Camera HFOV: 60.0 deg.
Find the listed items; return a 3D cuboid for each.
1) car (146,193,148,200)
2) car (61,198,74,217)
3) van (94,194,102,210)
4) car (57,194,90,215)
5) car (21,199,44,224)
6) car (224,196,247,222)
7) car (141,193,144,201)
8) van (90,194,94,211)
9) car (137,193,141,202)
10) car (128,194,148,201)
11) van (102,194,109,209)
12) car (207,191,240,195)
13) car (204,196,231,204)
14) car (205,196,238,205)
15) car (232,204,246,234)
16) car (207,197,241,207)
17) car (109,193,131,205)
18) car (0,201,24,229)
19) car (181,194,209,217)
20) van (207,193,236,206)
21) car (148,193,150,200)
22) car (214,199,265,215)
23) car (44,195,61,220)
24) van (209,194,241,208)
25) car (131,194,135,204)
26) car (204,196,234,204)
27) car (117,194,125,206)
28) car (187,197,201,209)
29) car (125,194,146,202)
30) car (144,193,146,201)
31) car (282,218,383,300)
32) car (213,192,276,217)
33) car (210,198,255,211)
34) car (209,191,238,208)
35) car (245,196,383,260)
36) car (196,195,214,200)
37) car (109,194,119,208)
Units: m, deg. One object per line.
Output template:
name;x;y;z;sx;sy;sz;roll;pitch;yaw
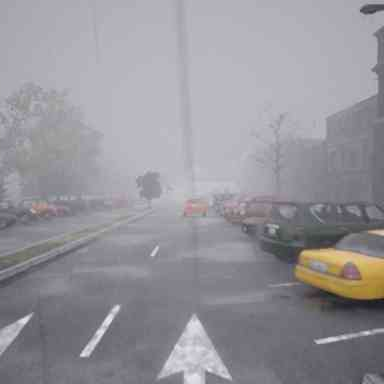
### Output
car;-13.552;1.471;77.176;5.008;1.535;2.097;-1;0;-22
car;-13.244;1.547;29.647;4.674;1.452;2.002;-1;0;-20
van;-13.111;1.272;38.616;4.442;1.987;1.878;-1;0;-20
car;-13.262;1.253;32.609;5.566;2.045;2.435;-1;0;-20
car;-13.294;1.386;23.684;4.553;1.767;2.185;-1;0;-20
car;4.877;1.398;22.591;4.553;1.767;2.185;1;0;-20
car;-13.403;1.505;71.239;4.792;1.488;2.163;-1;0;-21
van;-13.117;1.275;35.639;4.442;1.987;1.878;-1;0;-20
car;-13.246;1.479;65.330;5.008;1.535;2.097;-1;0;-21
car;-13.944;1.340;86.061;4.553;1.767;2.185;-1;0;-23
van;-13.104;1.270;41.595;4.442;1.987;1.878;-1;0;-20
car;4.997;1.259;37.642;5.566;2.045;2.435;1;0;-20
car;4.965;1.482;64.720;4.892;1.521;2.231;1;0;-21
car;5.188;1.488;58.758;5.366;1.575;1.946;1;0;-20
car;4.870;1.530;16.573;5.008;1.535;2.097;1;0;-20
car;5.043;1.525;52.675;4.792;1.488;2.163;1;0;-20
car;-13.211;1.237;53.442;5.566;2.045;2.435;-1;0;-20
car;-13.250;1.543;20.314;4.792;1.488;2.163;-1;0;-20
car;0.264;1.375;32.302;2.097;1.767;4.553;0;0;1
van;4.914;1.264;55.631;4.442;1.987;1.878;1;0;-20
car;-13.987;1.467;83.019;5.366;1.575;1.946;-1;0;-23
car;4.931;1.541;34.609;4.792;1.488;2.163;1;0;-20
car;-13.221;1.383;26.674;4.553;1.767;2.185;-1;0;-20
van;4.905;1.271;49.606;4.442;1.987;1.878;1;0;-20
car;-13.013;1.481;56.495;5.366;1.575;1.946;-1;0;-20
car;5.013;1.485;61.702;5.008;1.535;2.097;1;0;-21
car;-13.161;1.519;50.494;4.792;1.488;2.163;-1;0;-20
car;0.305;1.516;46.567;1.837;1.490;4.892;0;0;1
car;-13.711;1.344;80.127;4.553;1.767;2.185;-1;0;-22
car;-13.429;1.502;74.233;4.792;1.488;2.163;-1;0;-22
car;4.974;1.512;7.571;5.366;1.575;1.946;1;-1;-20
car;4.903;1.270;25.587;5.566;2.045;2.435;1;0;-20
car;4.983;1.507;40.632;5.008;1.535;2.097;1;0;-20
car;4.927;1.264;31.601;5.566;2.045;2.435;1;0;-20
car;4.848;1.273;10.546;5.566;2.045;2.435;1;0;-20
car;3.796;1.481;94.908;4.674;1.452;2.002;1;0;-24
car;-13.026;1.490;44.593;5.366;1.575;1.946;-1;0;-20
